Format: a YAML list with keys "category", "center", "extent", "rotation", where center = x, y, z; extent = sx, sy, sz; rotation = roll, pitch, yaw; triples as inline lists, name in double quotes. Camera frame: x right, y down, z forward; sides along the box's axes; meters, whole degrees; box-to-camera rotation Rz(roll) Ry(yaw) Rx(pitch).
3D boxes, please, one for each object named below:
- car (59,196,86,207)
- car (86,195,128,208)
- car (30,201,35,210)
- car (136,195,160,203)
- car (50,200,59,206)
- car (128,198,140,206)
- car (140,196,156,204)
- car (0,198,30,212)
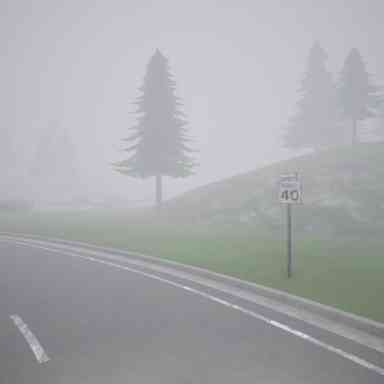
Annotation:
- category: "car"
  center: [-17.279, 1.351, 50.752]
  extent: [2.097, 1.767, 4.553]
  rotation: [0, 0, 38]
- category: "car"
  center: [-11.803, 1.351, 46.395]
  extent: [2.097, 1.767, 4.553]
  rotation: [0, 0, 38]
- category: "car"
  center: [-21.381, 1.492, 39.774]
  extent: [2.128, 1.511, 4.902]
  rotation: [0, 0, 38]
- category: "car"
  center: [-8.822, 1.477, 67.216]
  extent: [1.882, 1.535, 5.008]
  rotation: [0, 0, 38]
- category: "car"
  center: [-20.035, 1.601, 52.913]
  extent: [1.895, 1.301, 4.718]
  rotation: [0, 0, 38]
- category: "car"
  center: [-11.374, 1.548, 52.649]
  extent: [2.033, 1.411, 5.357]
  rotation: [0, 0, 38]
- category: "car"
  center: [-8.703, 1.493, 61.745]
  extent: [2.128, 1.511, 4.902]
  rotation: [0, 0, 38]
- category: "car"
  center: [-20.348, 1.601, 35.402]
  extent: [1.895, 1.301, 4.718]
  rotation: [0, 0, 38]
